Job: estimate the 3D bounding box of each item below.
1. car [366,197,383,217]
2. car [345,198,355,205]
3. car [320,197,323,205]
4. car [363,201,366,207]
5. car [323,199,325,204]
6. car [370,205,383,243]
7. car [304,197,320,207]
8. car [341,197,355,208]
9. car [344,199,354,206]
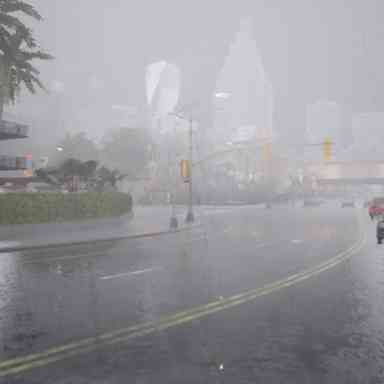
[{"bbox_3d":[18.268,1.529,31.910,2.150,2.045,5.566,0,-1,27],"label":"car"},{"bbox_3d":[36.682,2.228,77.137,2.128,1.511,4.902,0,0,26],"label":"car"},{"bbox_3d":[25.044,1.935,68.392,2.185,1.767,4.553,0,0,26],"label":"car"},{"bbox_3d":[33.406,2.151,62.513,1.994,1.385,4.181,0,0,26],"label":"car"},{"bbox_3d":[29.860,2.151,78.030,2.231,1.521,4.892,0,0,36],"label":"car"},{"bbox_3d":[10.235,1.656,16.482,2.128,1.511,4.902,0,0,30],"label":"car"},{"bbox_3d":[22.315,2.007,62.573,2.097,1.535,5.008,0,0,26],"label":"car"},{"bbox_3d":[27.591,2.012,58.807,1.882,1.535,5.008,0,0,26],"label":"car"},{"bbox_3d":[32.047,2.142,67.797,1.812,1.442,4.674,0,0,26],"label":"car"}]
